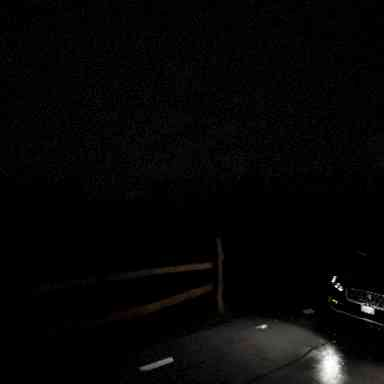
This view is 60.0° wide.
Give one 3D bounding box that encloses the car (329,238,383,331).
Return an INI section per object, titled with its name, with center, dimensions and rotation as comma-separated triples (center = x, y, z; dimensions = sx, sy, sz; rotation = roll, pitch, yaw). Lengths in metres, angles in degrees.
[car]
center = 4.578, 1.470, 6.306
dimensions = 4.892, 1.490, 1.837
rotation = 0, 0, -35
